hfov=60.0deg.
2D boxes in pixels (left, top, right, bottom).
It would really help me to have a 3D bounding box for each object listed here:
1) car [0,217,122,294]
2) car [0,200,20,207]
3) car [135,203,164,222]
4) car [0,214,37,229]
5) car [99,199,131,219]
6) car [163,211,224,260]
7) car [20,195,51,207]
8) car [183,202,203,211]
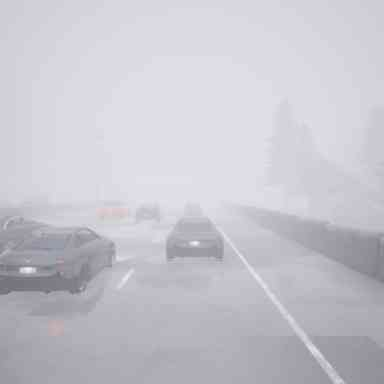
[{"bbox_3d":[-3.403,1.604,8.909,1.994,1.385,4.181,0,0,0],"label":"car"},{"bbox_3d":[-24.542,1.760,42.872,1.994,1.385,4.181,0,-1,0],"label":"car"},{"bbox_3d":[-3.408,1.600,27.358,1.882,1.535,5.008,0,0,0],"label":"car"},{"bbox_3d":[-6.904,1.547,12.409,2.128,1.511,4.902,0,0,0],"label":"car"},{"bbox_3d":[-6.909,1.488,30.339,2.097,1.767,4.553,0,0,0],"label":"car"},{"bbox_3d":[0.096,1.621,12.641,1.994,1.385,4.181,0,0,0],"label":"car"},{"bbox_3d":[-21.021,1.441,44.964,2.150,2.045,5.566,0,-1,0],"label":"car"},{"bbox_3d":[0.091,1.688,31.319,2.033,1.411,5.357,0,0,0],"label":"car"}]
